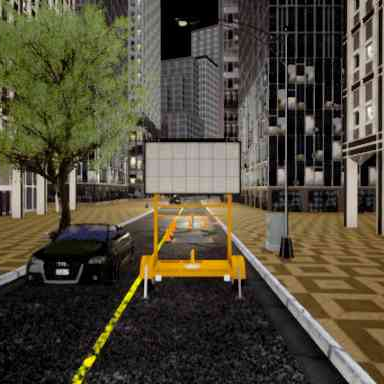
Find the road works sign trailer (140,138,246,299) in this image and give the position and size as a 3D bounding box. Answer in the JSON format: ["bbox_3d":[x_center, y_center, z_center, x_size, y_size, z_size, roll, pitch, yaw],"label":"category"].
[{"bbox_3d":[0.017,0.462,8.403,2.380,3.560,2.880,0,0,0],"label":"road works sign trailer"}]

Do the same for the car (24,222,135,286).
[{"bbox_3d":[-2.832,1.561,9.262,1.994,1.385,4.181,0,0,0],"label":"car"}]

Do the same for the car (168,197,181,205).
[{"bbox_3d":[-2.731,1.544,52.884,1.837,1.490,4.892,0,0,0],"label":"car"}]
